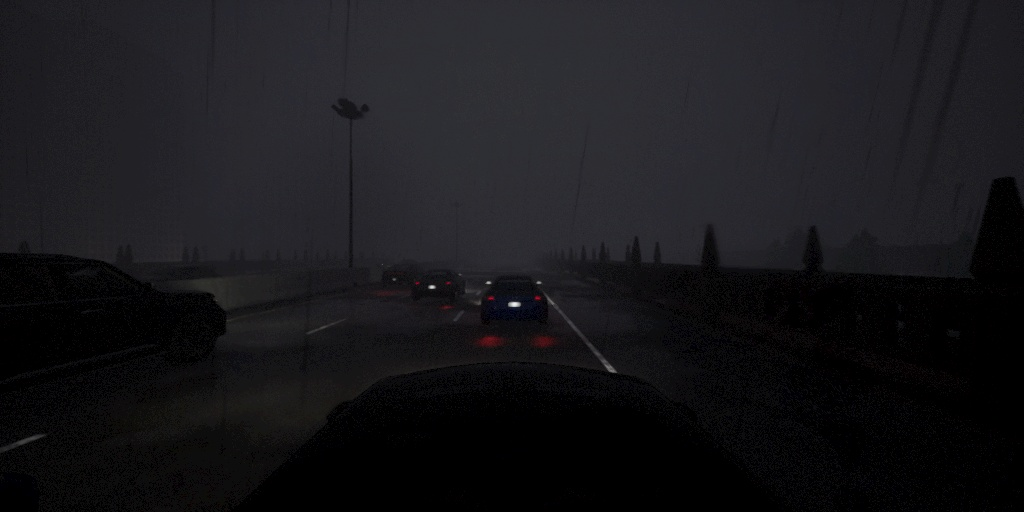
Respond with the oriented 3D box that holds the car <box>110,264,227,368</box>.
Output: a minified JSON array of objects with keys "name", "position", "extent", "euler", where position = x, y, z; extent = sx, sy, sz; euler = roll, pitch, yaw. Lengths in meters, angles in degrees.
[{"name":"car","position":[-6.918,0.975,4.934],"extent":[2.150,2.045,5.566],"euler":[0,0,0]}]

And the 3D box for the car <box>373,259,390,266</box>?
[{"name":"car","position":[-21.168,1.226,58.973],"extent":[1.837,1.490,4.892],"euler":[0,0,0]}]

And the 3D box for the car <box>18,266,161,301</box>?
[{"name":"car","position":[-21.134,1.280,18.346],"extent":[1.812,1.442,4.674],"euler":[0,0,0]}]

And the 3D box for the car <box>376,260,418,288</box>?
[{"name":"car","position":[-6.947,1.216,23.635],"extent":[1.882,1.535,5.008],"euler":[0,0,0]}]

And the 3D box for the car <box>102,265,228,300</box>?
[{"name":"car","position":[-17.635,1.256,18.659],"extent":[1.837,1.490,4.892],"euler":[0,0,0]}]

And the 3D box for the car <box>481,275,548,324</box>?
[{"name":"car","position":[0.070,1.306,11.894],"extent":[1.994,1.385,4.181],"euler":[0,0,0]}]

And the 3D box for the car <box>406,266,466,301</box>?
[{"name":"car","position":[-3.437,1.304,17.420],"extent":[1.994,1.385,4.181],"euler":[0,0,0]}]
